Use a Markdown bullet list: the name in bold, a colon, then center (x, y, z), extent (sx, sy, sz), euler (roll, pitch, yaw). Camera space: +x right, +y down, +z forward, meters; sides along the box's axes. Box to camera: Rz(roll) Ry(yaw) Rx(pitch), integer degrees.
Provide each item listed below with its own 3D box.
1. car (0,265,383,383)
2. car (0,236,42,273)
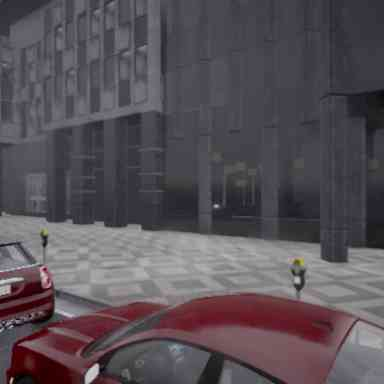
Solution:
- **car**: center (0.267, 1.548, 2.656), extent (4.507, 1.381, 1.887), euler (0, 0, 35)
- **car**: center (-4.325, 1.456, 5.929), extent (4.097, 1.590, 1.967), euler (0, 0, 35)
